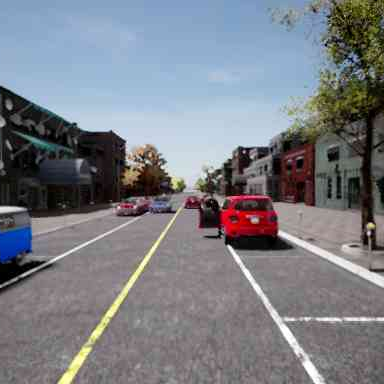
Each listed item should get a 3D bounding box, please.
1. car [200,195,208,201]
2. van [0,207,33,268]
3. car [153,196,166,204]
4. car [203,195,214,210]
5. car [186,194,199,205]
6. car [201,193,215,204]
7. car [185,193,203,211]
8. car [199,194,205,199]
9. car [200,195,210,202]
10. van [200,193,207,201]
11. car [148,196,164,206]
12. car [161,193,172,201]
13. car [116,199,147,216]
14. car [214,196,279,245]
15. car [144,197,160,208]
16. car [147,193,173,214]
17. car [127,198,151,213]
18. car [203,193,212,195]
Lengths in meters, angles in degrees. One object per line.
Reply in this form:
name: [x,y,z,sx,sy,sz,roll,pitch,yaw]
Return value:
car: [2.724,1.309,75.276,1.752,1.417,4.829,-1,0,0]
van: [-5.691,1.318,8.528,1.690,1.788,3.998,-1,0,0]
car: [-5.665,1.416,58.464,1.802,1.307,4.206,-1,0,0]
car: [2.710,1.431,47.365,1.947,1.339,4.313,-1,0,0]
car: [0.027,1.189,56.975,2.097,1.767,4.553,0,0,0]
car: [2.713,1.148,58.461,2.192,1.841,5.009,-1,0,0]
car: [0.097,1.225,44.969,2.097,1.767,4.553,0,0,0]
car: [2.731,1.260,91.922,1.752,1.417,4.829,-1,0,0]
car: [2.721,1.382,69.558,1.802,1.307,4.206,-1,0,0]
van: [2.724,1.109,80.654,1.690,1.788,3.998,-1,0,0]
car: [-5.668,1.400,52.915,2.008,1.369,4.403,-1,0,0]
car: [-5.659,1.100,75.107,2.192,1.841,5.009,-1,0,0]
car: [-5.680,1.354,30.722,1.967,1.590,4.097,-1,0,0]
car: [2.401,1.177,15.383,2.150,2.045,5.566,0,0,0]
car: [-5.670,1.447,47.367,1.802,1.307,4.206,-1,0,0]
car: [-3.077,1.256,34.028,2.097,1.767,4.553,0,0,0]
car: [-5.676,1.442,36.270,1.887,1.381,4.507,-1,0,0]
car: [2.714,1.374,53.082,1.752,1.417,4.829,-1,0,0]
